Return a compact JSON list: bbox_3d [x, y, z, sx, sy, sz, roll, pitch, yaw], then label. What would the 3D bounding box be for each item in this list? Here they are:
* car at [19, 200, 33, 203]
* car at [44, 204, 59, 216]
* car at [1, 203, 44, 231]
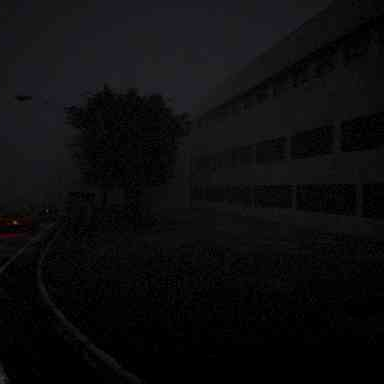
[{"bbox_3d":[-23.194,1.928,46.387,2.128,1.511,4.902,1,0,-18],"label":"car"},{"bbox_3d":[-17.477,2.139,40.633,1.994,1.385,4.181,1,0,-18],"label":"car"},{"bbox_3d":[-11.851,1.796,23.206,1.882,1.535,5.008,1,-2,-18],"label":"car"}]
